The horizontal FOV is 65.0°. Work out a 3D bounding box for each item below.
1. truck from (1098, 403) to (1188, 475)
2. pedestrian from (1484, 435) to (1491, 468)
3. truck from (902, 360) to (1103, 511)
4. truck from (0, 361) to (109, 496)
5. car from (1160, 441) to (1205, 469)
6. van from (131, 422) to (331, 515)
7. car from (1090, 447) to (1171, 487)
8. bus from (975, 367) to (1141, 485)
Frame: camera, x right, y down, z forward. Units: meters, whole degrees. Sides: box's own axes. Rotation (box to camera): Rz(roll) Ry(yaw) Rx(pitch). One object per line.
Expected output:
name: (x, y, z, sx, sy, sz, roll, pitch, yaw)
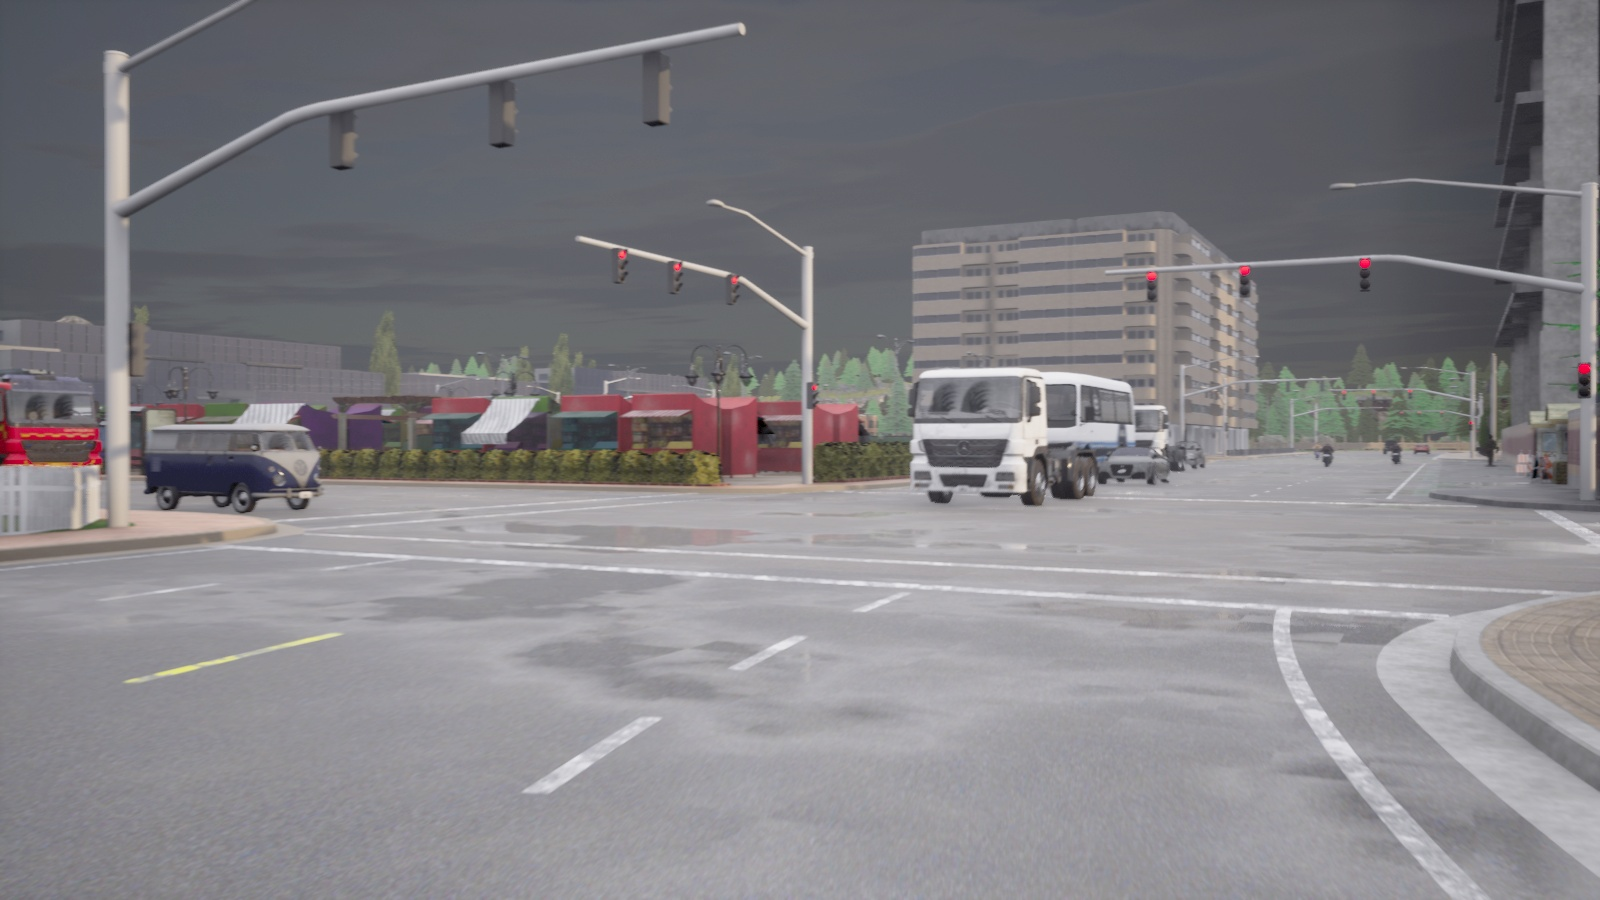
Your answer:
truck: (17.667, -0.566, 64.349, 2.891, 3.462, 7.936, 0, 0, 27)
pedestrian: (40.660, 0.066, 74.267, 0.395, 1.930, 0.692, 0, 0, 28)
truck: (5.551, -0.377, 32.998, 2.891, 3.462, 7.936, 0, 1, 27)
truck: (-25.524, -0.632, 39.016, 8.468, 3.827, 2.891, 0, 0, 28)
car: (22.458, 0.270, 73.717, 1.851, 1.617, 3.988, 0, 0, 27)
van: (-12.950, 0.365, 28.520, 4.442, 1.987, 1.775, 1, 1, 28)
car: (12.071, 0.574, 45.744, 1.994, 1.385, 4.181, 0, 0, 27)
bus: (10.616, -0.896, 50.574, 3.944, 4.253, 10.273, 0, 0, 27)
